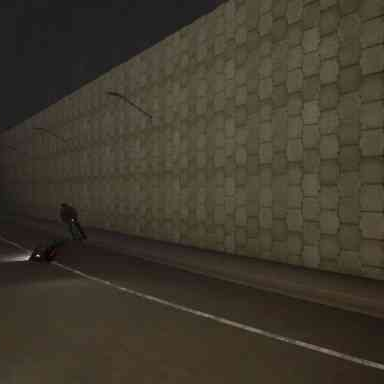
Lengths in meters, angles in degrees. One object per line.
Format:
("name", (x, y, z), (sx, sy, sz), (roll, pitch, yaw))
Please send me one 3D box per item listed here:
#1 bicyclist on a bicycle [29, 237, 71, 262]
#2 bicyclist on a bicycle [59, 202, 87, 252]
("bicyclist on a bicycle", (-4.825, 2.061, 11.196), (1.656, 0.582, 1.620), (10, 34, 43))
("bicyclist on a bicycle", (-3.972, 1.096, 11.057), (0.582, 1.620, 1.656), (-26, 12, -22))
